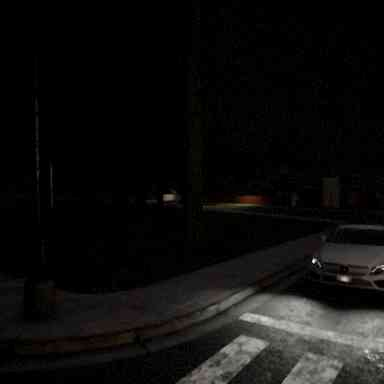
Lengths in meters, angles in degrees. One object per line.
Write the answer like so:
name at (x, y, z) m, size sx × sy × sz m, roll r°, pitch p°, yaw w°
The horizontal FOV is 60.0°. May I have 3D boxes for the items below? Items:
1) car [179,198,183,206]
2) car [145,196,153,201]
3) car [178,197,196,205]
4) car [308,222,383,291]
car at (-0.683, 1.714, 58.849) m, size 1.837 × 1.490 × 4.892 m, roll -1°, pitch 0°, yaw -23°
car at (-12.290, 1.740, 92.223) m, size 1.812 × 1.442 × 4.674 m, roll -1°, pitch 0°, yaw -24°
car at (-1.085, 1.777, 66.865) m, size 1.895 × 1.301 × 4.718 m, roll -1°, pitch 0°, yaw -23°
car at (4.622, 1.582, 9.008) m, size 1.812 × 1.442 × 4.674 m, roll -1°, pitch -1°, yaw 36°
